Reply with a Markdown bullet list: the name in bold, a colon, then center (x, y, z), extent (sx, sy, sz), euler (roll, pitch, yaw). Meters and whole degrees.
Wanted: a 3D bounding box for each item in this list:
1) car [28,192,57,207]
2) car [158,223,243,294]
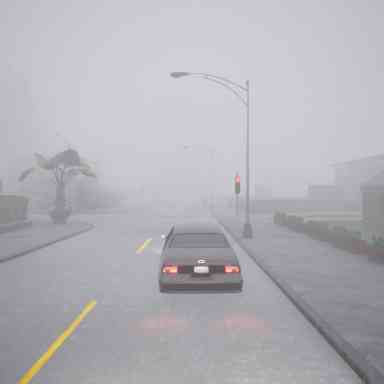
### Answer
- **car**: center (-19.770, 0.986, 43.858), extent (1.905, 1.878, 3.866), euler (0, 0, 35)
- **car**: center (0.111, 1.547, 8.948), extent (2.033, 1.411, 5.357), euler (0, 0, -2)
